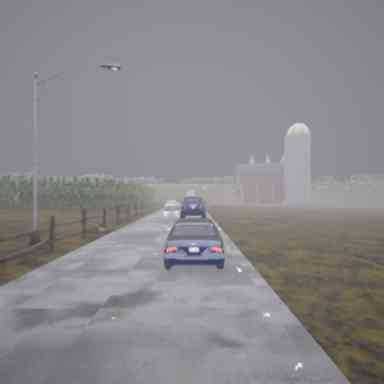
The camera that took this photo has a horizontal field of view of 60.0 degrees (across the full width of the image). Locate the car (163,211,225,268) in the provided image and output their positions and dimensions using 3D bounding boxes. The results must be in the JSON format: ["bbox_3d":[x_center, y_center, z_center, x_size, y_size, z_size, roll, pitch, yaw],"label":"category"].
[{"bbox_3d":[0.074,1.594,11.370,2.033,1.411,5.357,0,0,0],"label":"car"}]

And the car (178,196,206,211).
[{"bbox_3d":[0.104,1.394,30.149,2.150,2.045,5.566,0,-1,0],"label":"car"}]

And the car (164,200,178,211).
[{"bbox_3d":[-2.808,1.848,46.270,1.812,1.442,4.674,0,-1,0],"label":"car"}]
